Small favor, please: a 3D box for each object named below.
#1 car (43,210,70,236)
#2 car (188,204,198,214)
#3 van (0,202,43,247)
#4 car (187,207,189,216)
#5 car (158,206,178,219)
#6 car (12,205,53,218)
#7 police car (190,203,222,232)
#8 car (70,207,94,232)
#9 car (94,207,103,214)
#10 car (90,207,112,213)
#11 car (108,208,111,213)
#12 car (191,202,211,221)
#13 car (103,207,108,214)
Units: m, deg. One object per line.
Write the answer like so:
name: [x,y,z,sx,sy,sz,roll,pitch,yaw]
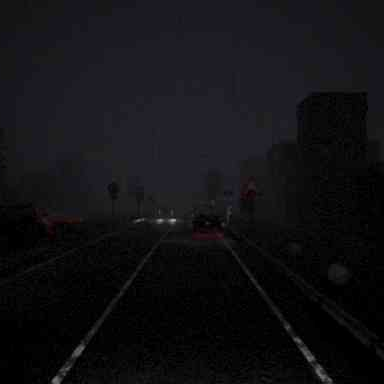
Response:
car: [-9.572,1.616,18.327,4.553,1.767,2.185,0,-2,0]
car: [0.162,3.854,75.074,2.150,2.045,5.566,0,-3,0]
van: [-9.643,1.441,15.293,4.442,1.987,1.878,0,-1,0]
car: [0.109,3.498,60.030,2.128,1.511,4.902,0,-3,0]
car: [-3.285,2.615,43.831,2.097,1.767,4.553,0,-3,0]
car: [-21.947,2.670,45.784,4.553,1.767,2.185,0,-3,0]
police car: [1.003,1.827,23.601,1.930,1.638,5.238,1,-1,0]
car: [-9.369,1.822,21.241,5.366,1.575,1.946,0,-2,0]
car: [-21.810,3.950,70.086,4.674,1.452,2.002,0,-3,0]
car: [-21.770,4.394,79.774,4.674,1.452,2.002,0,-3,0]
car: [-21.791,4.210,76.631,5.008,1.535,2.097,0,-3,0]
car: [1.014,2.292,39.543,2.150,2.045,5.566,0,-3,0]
car: [-21.794,4.061,73.361,4.892,1.521,2.231,0,-3,0]
